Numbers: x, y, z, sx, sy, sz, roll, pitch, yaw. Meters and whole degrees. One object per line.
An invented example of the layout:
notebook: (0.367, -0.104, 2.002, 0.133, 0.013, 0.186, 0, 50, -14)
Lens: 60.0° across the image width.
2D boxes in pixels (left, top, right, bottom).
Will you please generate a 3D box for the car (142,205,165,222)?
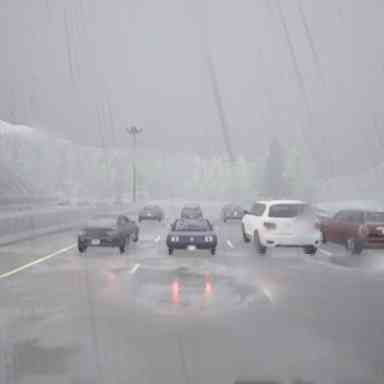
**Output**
car: (-3.500, 1.839, 29.275, 1.994, 1.385, 4.181, 0, 0, 0)

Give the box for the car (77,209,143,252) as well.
car: (-3.496, 1.661, 14.394, 1.812, 1.442, 4.674, 0, 0, 0)

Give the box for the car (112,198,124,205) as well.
car: (-15.566, 2.006, 69.929, 2.097, 1.767, 4.553, 0, -1, -8)

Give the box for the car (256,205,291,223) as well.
car: (6.997, 1.874, 29.108, 1.895, 1.301, 4.718, 0, 0, 0)

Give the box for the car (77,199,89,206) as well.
car: (-22.430, 2.119, 68.525, 1.882, 1.535, 5.008, 0, -1, -8)

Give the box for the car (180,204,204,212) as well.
car: (0.000, 1.767, 29.300, 2.128, 1.511, 4.902, 0, 0, 0)

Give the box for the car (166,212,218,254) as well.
car: (0.000, 1.734, 14.107, 1.895, 1.301, 4.718, 0, 0, 0)

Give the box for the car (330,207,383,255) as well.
car: (7.001, 1.483, 14.087, 2.097, 1.767, 4.553, 0, -1, 0)

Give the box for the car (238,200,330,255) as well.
car: (3.498, 1.349, 14.020, 2.150, 2.045, 5.566, 0, 0, 0)

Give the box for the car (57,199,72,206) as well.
car: (-25.867, 2.172, 67.836, 2.033, 1.411, 5.357, 0, -1, -8)

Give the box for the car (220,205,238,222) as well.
car: (3.496, 1.819, 28.990, 2.033, 1.411, 5.357, 0, -1, 0)

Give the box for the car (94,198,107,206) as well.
car: (-19.000, 2.002, 69.243, 2.097, 1.767, 4.553, 0, -1, -8)
